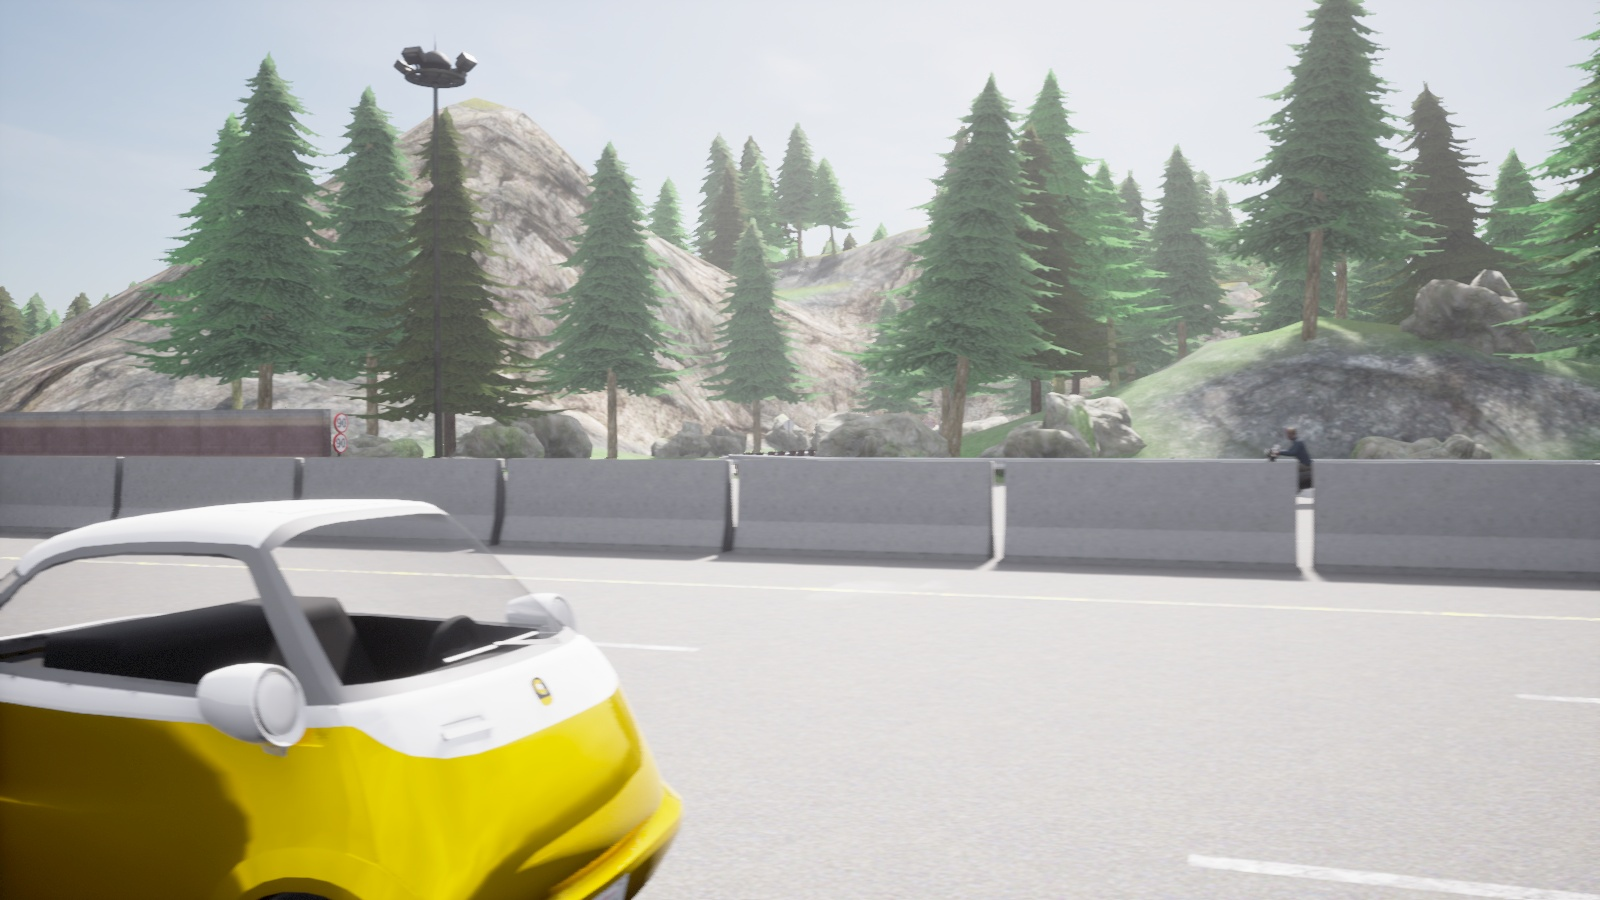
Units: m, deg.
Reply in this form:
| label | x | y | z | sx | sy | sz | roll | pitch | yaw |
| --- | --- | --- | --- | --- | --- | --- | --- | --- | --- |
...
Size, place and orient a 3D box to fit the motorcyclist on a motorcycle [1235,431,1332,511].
| label | x | y | z | sx | sy | sz | roll | pitch | yaw |
| --- | --- | --- | --- | --- | --- | --- | --- | --- | --- |
| motorcyclist on a motorcycle | 9.872 | 0.405 | 25.719 | 1.817 | 1.590 | 0.866 | 1 | 1 | 19 |

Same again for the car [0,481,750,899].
| label | x | y | z | sx | sy | sz | roll | pitch | yaw |
| --- | --- | --- | --- | --- | --- | --- | --- | --- | --- |
| car | -1.445 | 0.816 | 3.679 | 2.207 | 1.376 | 1.481 | 0 | 1 | 19 |
